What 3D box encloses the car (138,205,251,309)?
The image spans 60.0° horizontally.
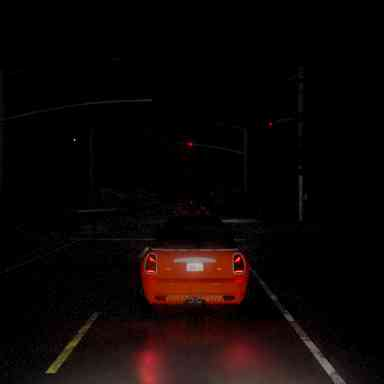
[{"bbox_3d":[0.059,1.352,8.026,2.097,1.767,4.553,0,0,0],"label":"car"}]

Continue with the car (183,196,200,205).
[{"bbox_3d":[-0.044,1.352,43.728,2.097,1.767,4.553,0,0,0],"label":"car"}]

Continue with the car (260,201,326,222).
[{"bbox_3d":[7.735,1.476,25.553,4.902,1.511,2.128,0,0,-1],"label":"car"}]
